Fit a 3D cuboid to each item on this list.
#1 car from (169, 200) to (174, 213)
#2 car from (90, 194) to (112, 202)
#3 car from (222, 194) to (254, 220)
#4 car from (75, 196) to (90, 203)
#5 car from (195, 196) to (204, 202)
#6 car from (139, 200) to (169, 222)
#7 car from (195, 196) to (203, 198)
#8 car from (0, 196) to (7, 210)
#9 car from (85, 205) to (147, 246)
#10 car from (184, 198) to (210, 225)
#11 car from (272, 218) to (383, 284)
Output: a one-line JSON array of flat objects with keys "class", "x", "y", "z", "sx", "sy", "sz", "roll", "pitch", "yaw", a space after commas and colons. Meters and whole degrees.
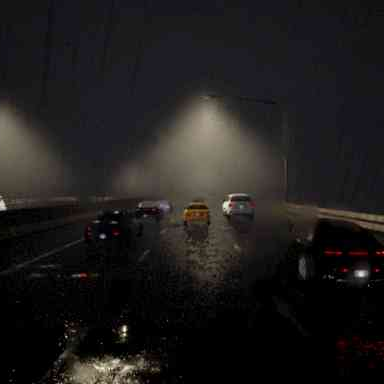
[{"class": "car", "x": -3.058, "y": 1.543, "z": 37.028, "sx": 2.033, "sy": 1.411, "sz": 5.357, "roll": 0, "pitch": 0, "yaw": 1}, {"class": "car", "x": -16.353, "y": 1.319, "z": 61.105, "sx": 2.150, "sy": 2.045, "sz": 5.566, "roll": 0, "pitch": 0, "yaw": 2}, {"class": "car", "x": 3.876, "y": 1.217, "z": 28.413, "sx": 2.150, "sy": 2.045, "sz": 5.566, "roll": 0, "pitch": 0, "yaw": 1}, {"class": "car", "x": -19.850, "y": 1.504, "z": 61.260, "sx": 2.128, "sy": 1.511, "sz": 4.902, "roll": 0, "pitch": 0, "yaw": 2}, {"class": "car", "x": 1.678, "y": 1.571, "z": 75.701, "sx": 2.033, "sy": 1.411, "sz": 5.357, "roll": 0, "pitch": 0, "yaw": 2}, {"class": "car", "x": -3.272, "y": 1.485, "z": 26.062, "sx": 2.128, "sy": 1.511, "sz": 4.902, "roll": 0, "pitch": 0, "yaw": 1}, {"class": "car", "x": 1.232, "y": 1.505, "z": 60.611, "sx": 2.128, "sy": 1.511, "sz": 4.902, "roll": 0, "pitch": 0, "yaw": 2}, {"class": "car", "x": -13.932, "y": 1.210, "z": 20.860, "sx": 2.150, "sy": 2.045, "sz": 5.566, "roll": 0, "pitch": 0, "yaw": 0}, {"class": "car", "x": -3.417, "y": 1.518, "z": 15.095, "sx": 1.812, "sy": 1.442, "sz": 4.674, "roll": 0, "pitch": 0, "yaw": 1}, {"class": "car", "x": 0.347, "y": 1.449, "z": 24.115, "sx": 1.801, "sy": 1.575, "sz": 5.366, "roll": 0, "pitch": 0, "yaw": 0}, {"class": "car", "x": 3.646, "y": 1.499, "z": 9.550, "sx": 1.837, "sy": 1.490, "sz": 4.892, "roll": 0, "pitch": 0, "yaw": 0}]
